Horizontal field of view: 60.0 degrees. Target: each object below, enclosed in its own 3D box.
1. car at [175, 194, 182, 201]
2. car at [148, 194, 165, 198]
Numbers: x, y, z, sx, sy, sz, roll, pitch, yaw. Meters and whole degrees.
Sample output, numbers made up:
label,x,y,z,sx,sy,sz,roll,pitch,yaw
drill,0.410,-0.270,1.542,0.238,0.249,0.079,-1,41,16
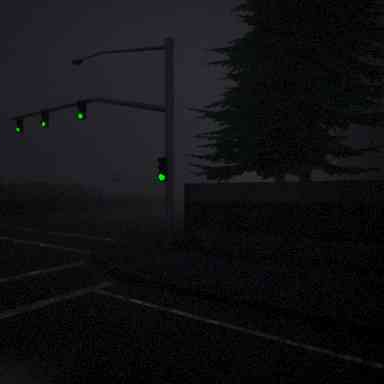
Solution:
label,x,y,z,sx,sy,sz,roll,pitch,yaw
car,-4.534,1.428,74.051,3.806,1.475,1.970,0,0,35
car,-7.732,1.186,69.480,4.605,1.855,1.932,0,0,35
